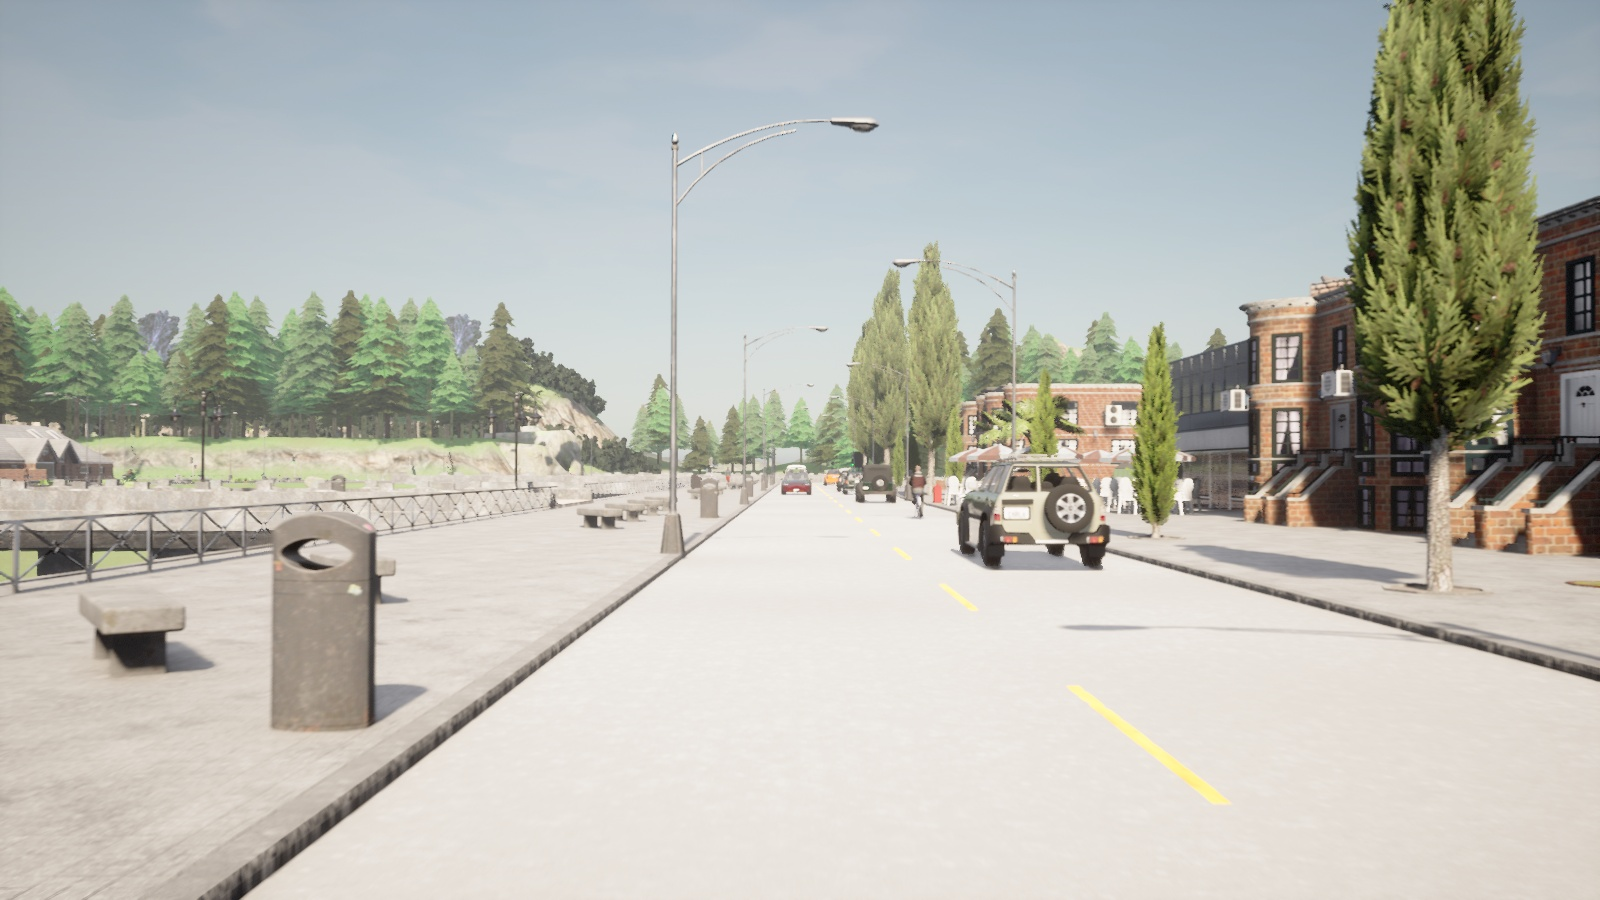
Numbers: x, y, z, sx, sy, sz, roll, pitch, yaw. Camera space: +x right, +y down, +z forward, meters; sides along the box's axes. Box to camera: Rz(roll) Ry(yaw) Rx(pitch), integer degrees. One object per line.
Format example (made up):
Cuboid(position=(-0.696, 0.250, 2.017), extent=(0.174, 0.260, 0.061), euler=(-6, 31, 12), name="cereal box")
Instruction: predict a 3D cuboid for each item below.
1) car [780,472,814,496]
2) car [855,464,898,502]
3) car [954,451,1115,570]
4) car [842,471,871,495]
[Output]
Cuboid(position=(-0.215, 2.198, 82.618), extent=(2.163, 1.488, 4.792), euler=(0, -1, 0), name="car")
Cuboid(position=(3.834, 1.658, 63.499), extent=(1.905, 1.878, 3.866), euler=(0, -1, 0), name="car")
Cuboid(position=(3.942, 0.983, 21.932), extent=(1.932, 1.855, 4.605), euler=(0, -1, 0), name="car")
Cuboid(position=(3.779, 2.200, 84.957), extent=(1.789, 1.549, 3.705), euler=(0, -1, 0), name="car")
